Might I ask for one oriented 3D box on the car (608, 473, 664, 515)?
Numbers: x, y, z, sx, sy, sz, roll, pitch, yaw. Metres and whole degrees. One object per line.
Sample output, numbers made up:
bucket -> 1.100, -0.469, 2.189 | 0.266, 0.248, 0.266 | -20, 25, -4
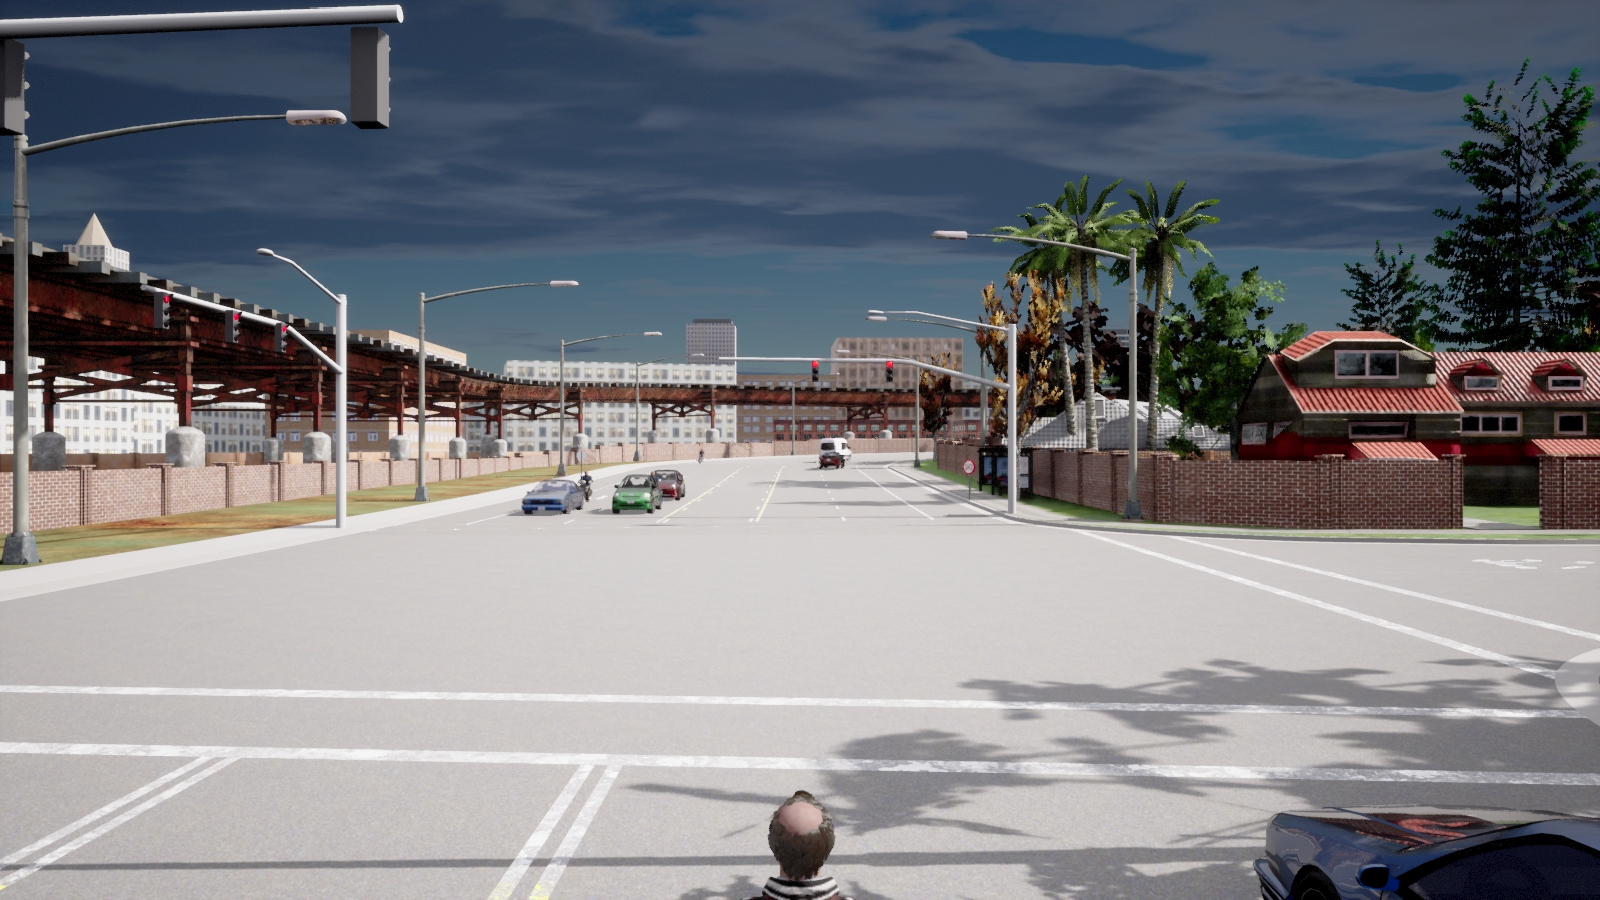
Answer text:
car -> -7.031, 1.880, 49.445 | 1.851, 1.617, 3.988 | 0, 1, 0

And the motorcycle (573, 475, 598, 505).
motorcycle -> -10.477, 1.936, 55.853 | 0.856, 1.341, 1.805 | 0, 1, 1

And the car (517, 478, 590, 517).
car -> -10.532, 1.992, 49.227 | 2.033, 1.411, 5.357 | 0, 1, 0

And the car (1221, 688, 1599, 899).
car -> 3.467, 2.106, 4.038 | 2.033, 1.411, 5.357 | 0, 0, 1

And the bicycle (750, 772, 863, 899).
bicycle -> 0.019, 2.048, 3.681 | 0.329, 1.496, 1.835 | 0, 0, 0

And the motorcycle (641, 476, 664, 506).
motorcycle -> -7.053, 1.949, 54.646 | 0.856, 1.341, 1.805 | 0, 1, 0

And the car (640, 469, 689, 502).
car -> -7.040, 1.800, 59.633 | 2.007, 1.525, 4.514 | 0, 1, 0
